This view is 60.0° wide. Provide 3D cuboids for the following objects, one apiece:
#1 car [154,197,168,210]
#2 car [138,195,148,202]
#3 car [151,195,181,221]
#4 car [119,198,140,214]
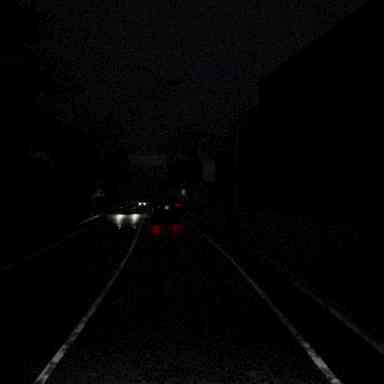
[{"bbox_3d":[-4.299,1.543,45.587,1.801,1.575,5.366,-1,0,-6],"label":"car"},{"bbox_3d":[-11.694,1.474,78.992,2.128,1.511,4.902,-1,0,-7],"label":"car"},{"bbox_3d":[-2.184,1.264,27.558,2.150,2.045,5.566,-1,0,-7],"label":"car"},{"bbox_3d":[-6.986,1.591,37.076,1.882,1.535,5.008,-1,0,-6],"label":"car"}]
